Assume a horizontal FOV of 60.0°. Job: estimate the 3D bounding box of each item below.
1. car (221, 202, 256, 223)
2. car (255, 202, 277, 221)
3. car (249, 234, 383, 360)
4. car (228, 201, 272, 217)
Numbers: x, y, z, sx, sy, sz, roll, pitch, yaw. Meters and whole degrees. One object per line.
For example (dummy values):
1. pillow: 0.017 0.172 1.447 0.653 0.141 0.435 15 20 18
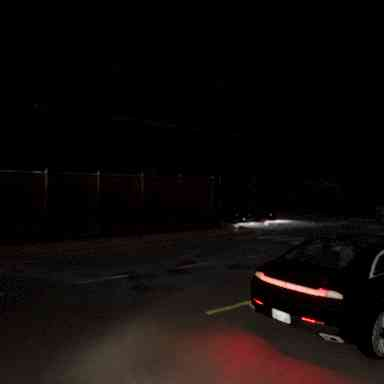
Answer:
1. car: 2.557 1.727 28.223 2.033 1.411 5.357 0 0 -35
2. car: 5.571 1.767 30.022 1.994 1.385 4.181 0 0 -35
3. car: 3.216 1.532 6.045 4.902 1.511 2.128 0 0 -36
4. car: 6.132 1.753 35.532 1.812 1.442 4.674 1 0 -35
